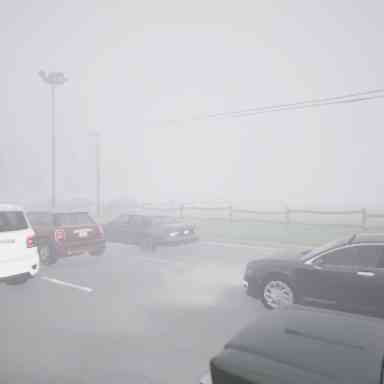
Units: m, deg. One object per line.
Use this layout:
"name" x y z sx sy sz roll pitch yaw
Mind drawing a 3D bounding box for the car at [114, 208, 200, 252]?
"car" -2.242 1.596 14.159 5.357 1.411 2.033 0 0 36

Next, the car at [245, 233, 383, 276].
"car" 3.291 1.509 5.943 4.892 1.490 1.837 0 0 36

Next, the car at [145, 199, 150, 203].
"car" -7.170 1.738 65.819 1.812 1.442 4.674 0 0 37

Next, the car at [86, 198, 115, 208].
"car" -15.091 1.777 55.082 1.994 1.385 4.181 0 0 37

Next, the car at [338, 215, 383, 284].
"car" 6.419 1.474 8.013 5.008 1.535 1.882 0 0 36

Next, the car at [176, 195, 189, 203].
"car" -3.366 1.726 59.245 2.033 1.411 5.357 0 0 36

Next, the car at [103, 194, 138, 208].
"car" -11.507 1.420 54.073 2.150 2.045 5.566 0 -1 36

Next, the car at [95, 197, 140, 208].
"car" -8.805 1.651 39.959 1.837 1.490 4.892 0 0 36

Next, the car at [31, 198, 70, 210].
"car" -20.341 1.719 47.884 1.837 1.490 4.892 0 0 36

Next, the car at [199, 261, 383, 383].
"car" 2.396 1.597 2.281 4.718 1.301 1.895 0 0 36

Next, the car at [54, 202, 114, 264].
"car" -5.240 1.405 12.004 4.553 1.767 2.097 0 0 36

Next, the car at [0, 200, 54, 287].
"car" -6.073 1.270 8.288 5.566 2.045 2.150 0 0 36

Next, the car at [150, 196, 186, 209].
"car" -3.356 1.671 47.433 1.812 1.442 4.674 0 0 36

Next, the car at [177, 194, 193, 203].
"car" -2.100 1.419 66.816 2.150 2.045 5.566 0 -1 37

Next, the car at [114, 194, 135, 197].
"car" -10.081 1.532 50.098 2.097 1.767 4.553 0 0 36

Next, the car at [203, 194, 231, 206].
"car" 4.755 1.367 58.495 2.150 2.045 5.566 0 0 36

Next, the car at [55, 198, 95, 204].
"car" -15.122 1.532 43.144 2.097 1.767 4.553 0 0 35
